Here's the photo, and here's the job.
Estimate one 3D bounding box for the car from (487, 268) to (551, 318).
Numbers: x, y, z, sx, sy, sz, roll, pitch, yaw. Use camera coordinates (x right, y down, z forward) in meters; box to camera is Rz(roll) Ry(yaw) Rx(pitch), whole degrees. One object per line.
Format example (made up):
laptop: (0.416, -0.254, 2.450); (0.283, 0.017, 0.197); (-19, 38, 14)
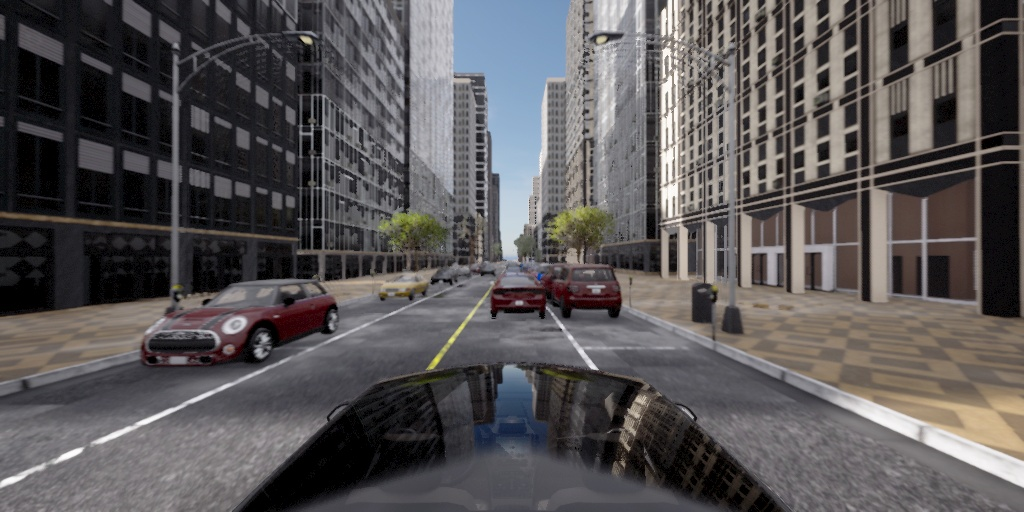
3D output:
car: (0.163, 1.396, 13.950); (1.882, 1.535, 5.008); (0, -1, -2)

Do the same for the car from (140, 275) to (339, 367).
car: (-5.690, 1.277, 8.104); (1.967, 1.591, 4.097); (0, 0, 0)

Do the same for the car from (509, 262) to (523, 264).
car: (0.113, 1.816, 54.013); (2.097, 1.767, 4.553); (0, -1, 0)

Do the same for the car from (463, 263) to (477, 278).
car: (-5.681, 1.854, 42.204); (2.007, 1.370, 4.403); (0, 0, 0)

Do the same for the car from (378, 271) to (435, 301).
car: (-5.687, 1.519, 19.301); (1.751, 1.417, 4.829); (0, 0, 0)

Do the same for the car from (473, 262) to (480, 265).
car: (-5.678, 1.897, 53.570); (1.967, 1.591, 4.097); (0, 0, 0)

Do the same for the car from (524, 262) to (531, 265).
car: (2.699, 1.744, 42.201); (1.967, 1.591, 4.097); (0, 0, 0)

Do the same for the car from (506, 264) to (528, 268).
car: (0.108, 1.710, 31.854); (2.033, 1.411, 5.357); (0, -1, 0)

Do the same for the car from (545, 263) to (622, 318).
car: (2.692, 1.231, 13.786); (2.192, 1.841, 5.009); (0, 0, 0)

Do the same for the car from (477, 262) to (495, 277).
car: (-3.002, 1.861, 45.870); (1.837, 1.490, 4.892); (0, -1, 0)

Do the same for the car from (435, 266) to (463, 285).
car: (-5.684, 1.715, 30.837); (1.948, 1.339, 4.313); (0, 0, 0)

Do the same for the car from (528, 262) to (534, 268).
car: (2.697, 1.589, 30.835); (1.967, 1.591, 4.097); (0, 0, 0)

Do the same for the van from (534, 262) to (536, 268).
van: (2.695, 1.413, 25.152); (1.690, 1.789, 3.998); (0, 0, 0)

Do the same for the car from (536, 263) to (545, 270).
car: (2.694, 1.309, 19.469); (2.192, 1.841, 5.009); (0, 0, 0)
